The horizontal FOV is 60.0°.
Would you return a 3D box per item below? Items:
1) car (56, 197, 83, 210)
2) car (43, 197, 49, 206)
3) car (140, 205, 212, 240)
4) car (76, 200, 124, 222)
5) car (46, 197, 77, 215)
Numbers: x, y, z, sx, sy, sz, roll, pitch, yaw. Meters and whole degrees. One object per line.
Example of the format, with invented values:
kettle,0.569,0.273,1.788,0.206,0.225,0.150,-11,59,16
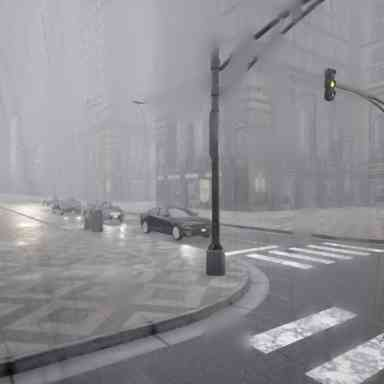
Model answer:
car,-16.367,1.489,44.280,2.033,1.411,5.357,0,0,-35
car,-22.005,1.446,52.096,1.812,1.442,4.674,0,0,-35
car,-0.924,1.470,17.187,1.882,1.535,5.008,0,0,-36
car,-6.836,1.480,25.476,2.128,1.511,4.902,0,0,-35
car,-12.981,1.518,34.109,2.033,1.411,5.357,0,0,-35
